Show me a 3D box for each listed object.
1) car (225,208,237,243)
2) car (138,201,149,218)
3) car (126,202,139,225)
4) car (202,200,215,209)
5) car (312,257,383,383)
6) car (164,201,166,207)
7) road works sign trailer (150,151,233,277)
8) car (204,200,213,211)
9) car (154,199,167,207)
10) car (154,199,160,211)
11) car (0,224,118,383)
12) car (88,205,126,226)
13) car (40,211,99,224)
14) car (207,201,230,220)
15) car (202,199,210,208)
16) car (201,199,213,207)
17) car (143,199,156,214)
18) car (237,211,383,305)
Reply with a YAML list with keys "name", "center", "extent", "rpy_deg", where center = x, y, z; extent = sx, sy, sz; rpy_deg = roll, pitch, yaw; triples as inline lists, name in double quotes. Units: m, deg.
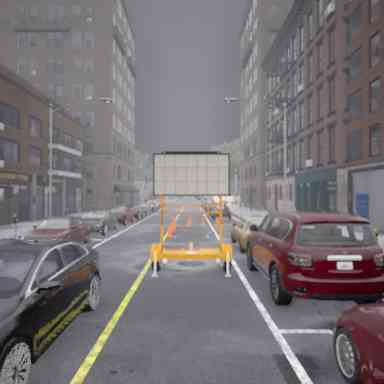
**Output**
- name: "car"
  center: [2.615, 1.606, 13.788]
  extent: [1.752, 1.417, 4.829]
  rpy_deg: [0, 0, 0]
- name: "car"
  center: [-5.428, 1.742, 30.159]
  extent: [1.947, 1.339, 4.313]
  rpy_deg: [0, 0, 0]
- name: "car"
  center: [-5.420, 1.688, 24.641]
  extent: [1.887, 1.381, 4.507]
  rpy_deg: [0, 0, 0]
- name: "car"
  center: [2.567, 1.899, 52.246]
  extent: [1.802, 1.307, 4.206]
  rpy_deg: [0, 0, 0]
- name: "car"
  center: [2.634, 1.598, 2.583]
  extent: [1.802, 1.307, 4.206]
  rpy_deg: [0, 0, 0]
- name: "car"
  center: [-5.458, 1.758, 52.234]
  extent: [1.967, 1.590, 4.097]
  rpy_deg: [0, 0, 0]
- name: "road works sign trailer"
  center: [-0.014, 0.526, 10.472]
  extent: [2.380, 3.560, 2.880]
  rpy_deg: [0, 0, 0]
- name: "car"
  center: [2.589, 1.792, 35.692]
  extent: [1.802, 1.307, 4.206]
  rpy_deg: [0, 0, 0]
- name: "car"
  center: [-5.466, 1.936, 57.752]
  extent: [1.802, 1.307, 4.206]
  rpy_deg: [0, 0, 0]
- name: "car"
  center: [-5.443, 1.685, 41.197]
  extent: [1.967, 1.590, 4.097]
  rpy_deg: [0, 0, 0]
- name: "car"
  center: [-2.755, 1.521, 4.985]
  extent: [2.128, 1.511, 4.902]
  rpy_deg: [0, 0, 0]
- name: "car"
  center: [-5.413, 1.662, 19.122]
  extent: [2.008, 1.369, 4.403]
  rpy_deg: [0, 0, 0]
- name: "car"
  center: [-5.406, 1.662, 13.603]
  extent: [1.802, 1.307, 4.206]
  rpy_deg: [0, 0, 0]
- name: "car"
  center: [2.597, 1.758, 30.174]
  extent: [1.802, 1.307, 4.206]
  rpy_deg: [0, 0, 0]
- name: "car"
  center: [2.582, 1.772, 41.381]
  extent: [1.752, 1.417, 4.829]
  rpy_deg: [0, 0, 0]
- name: "car"
  center: [2.559, 1.920, 57.765]
  extent: [1.947, 1.339, 4.313]
  rpy_deg: [0, 0, 0]
- name: "car"
  center: [-5.435, 1.761, 35.677]
  extent: [2.008, 1.369, 4.403]
  rpy_deg: [0, 0, 0]
- name: "car"
  center: [2.627, 1.363, 8.103]
  extent: [2.192, 1.841, 5.009]
  rpy_deg: [0, 0, 0]
